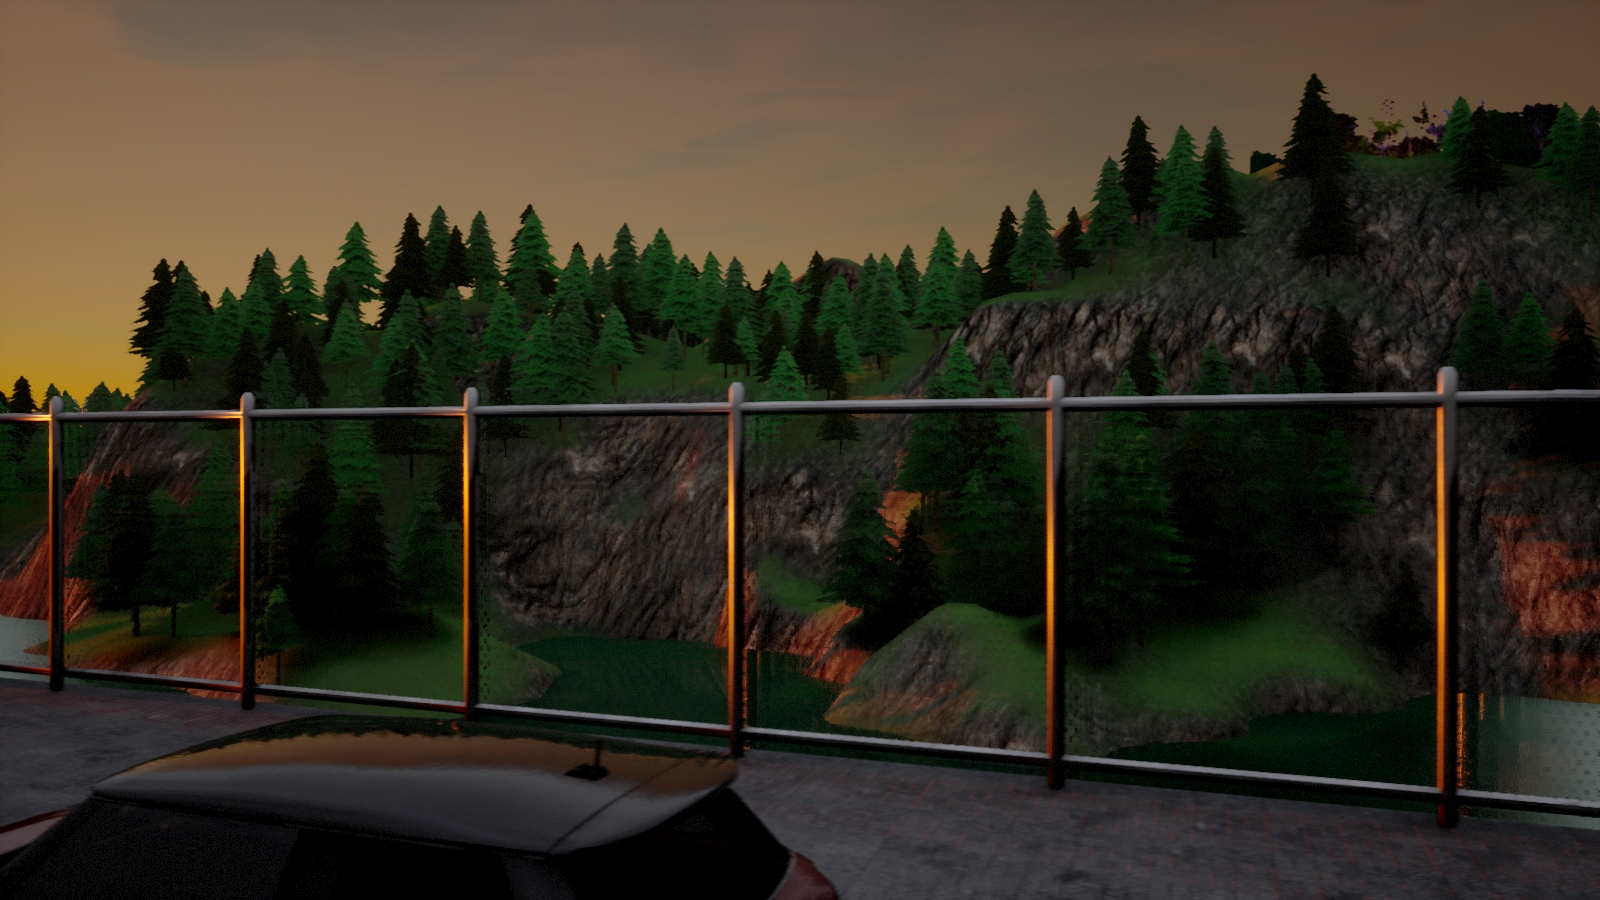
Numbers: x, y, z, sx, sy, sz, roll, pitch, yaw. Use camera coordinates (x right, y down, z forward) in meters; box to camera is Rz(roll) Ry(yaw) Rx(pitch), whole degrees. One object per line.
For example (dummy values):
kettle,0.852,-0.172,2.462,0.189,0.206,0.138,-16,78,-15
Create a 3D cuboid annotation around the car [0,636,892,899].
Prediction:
car,-2.113,1.906,4.545,4.553,1.767,2.097,0,0,20
